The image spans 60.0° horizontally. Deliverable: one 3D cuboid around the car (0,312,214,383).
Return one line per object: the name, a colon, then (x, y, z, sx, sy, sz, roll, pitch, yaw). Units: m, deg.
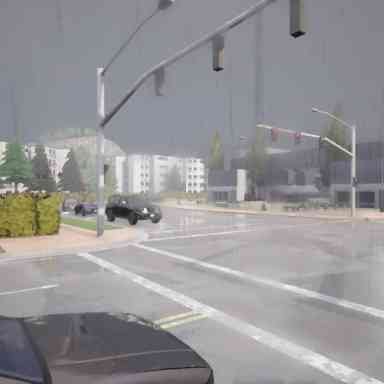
car: (-2.343, 1.547, 2.094, 5.357, 1.411, 2.033, 0, 0, -35)

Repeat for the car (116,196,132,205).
car: (-12.025, 1.491, 58.870, 2.128, 1.511, 4.902, 0, 0, -4)

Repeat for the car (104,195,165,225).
car: (-4.427, 1.221, 24.513, 2.150, 2.045, 5.566, 0, 0, -40)

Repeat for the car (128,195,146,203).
car: (-11.341, 1.477, 68.902, 1.882, 1.535, 5.008, 0, 0, 14)

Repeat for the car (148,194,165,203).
car: (-7.498, 1.354, 70.950, 2.097, 1.767, 4.553, 0, 0, 17)

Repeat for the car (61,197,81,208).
car: (-17.858, 1.492, 49.302, 2.128, 1.511, 4.902, 0, 0, -13)

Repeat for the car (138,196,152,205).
car: (-8.595, 1.505, 61.185, 1.837, 1.490, 4.892, 0, 0, -1)

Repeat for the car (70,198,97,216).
car: (-9.967, 1.564, 32.116, 1.994, 1.385, 4.181, 0, 0, -34)

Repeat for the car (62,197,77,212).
car: (-14.441, 1.526, 39.688, 1.812, 1.442, 4.674, 0, 0, -24)
